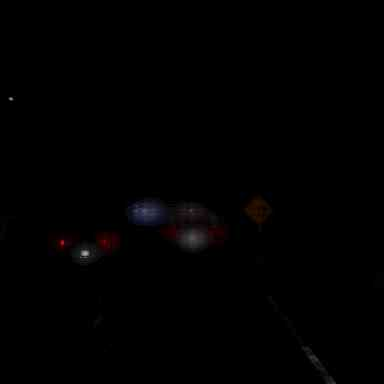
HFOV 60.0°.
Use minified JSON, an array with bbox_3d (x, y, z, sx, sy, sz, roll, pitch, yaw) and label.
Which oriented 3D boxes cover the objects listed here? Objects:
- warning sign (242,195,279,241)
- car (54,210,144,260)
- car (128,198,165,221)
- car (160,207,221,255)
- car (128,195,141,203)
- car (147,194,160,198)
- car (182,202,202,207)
[{"bbox_3d":[2.843,1.059,13.997,1.300,1.860,1.060,-1,-1,0],"label":"warning sign"},{"bbox_3d":[-3.204,1.551,12.252,1.895,1.301,4.718,0,0,1],"label":"car"},{"bbox_3d":[-3.217,1.452,25.703,2.033,1.411,5.357,0,0,1],"label":"car"},{"bbox_3d":[0.053,1.512,13.049,1.994,1.385,4.181,0,0,0],"label":"car"},{"bbox_3d":[-9.790,1.339,57.265,1.882,1.535,5.008,0,0,0],"label":"car"},{"bbox_3d":[-6.543,1.213,57.409,2.097,1.767,4.553,0,0,0],"label":"car"},{"bbox_3d":[0.033,1.452,25.696,2.033,1.411,5.357,0,0,1],"label":"car"}]
